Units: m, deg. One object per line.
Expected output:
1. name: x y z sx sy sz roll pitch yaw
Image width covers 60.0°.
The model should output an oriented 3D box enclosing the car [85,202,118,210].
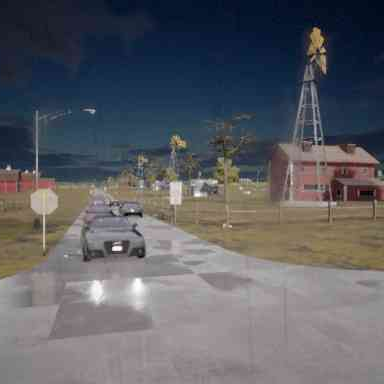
1. car: -6.357 1.597 22.718 1.994 1.385 4.181 0 0 -16

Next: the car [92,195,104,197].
1. car: -12.983 1.432 46.035 2.150 2.045 5.566 0 -1 -16

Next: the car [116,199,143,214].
1. car: -5.918 1.650 31.819 1.994 1.385 4.181 0 0 -16

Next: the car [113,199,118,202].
1. car: -13.201 1.861 56.777 1.812 1.442 4.674 0 -1 -16

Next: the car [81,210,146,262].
1. car: -2.997 1.568 12.166 1.994 1.385 4.181 0 0 -20

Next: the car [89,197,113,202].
1. car: -9.367 1.587 33.197 2.128 1.511 4.902 0 -1 -16
